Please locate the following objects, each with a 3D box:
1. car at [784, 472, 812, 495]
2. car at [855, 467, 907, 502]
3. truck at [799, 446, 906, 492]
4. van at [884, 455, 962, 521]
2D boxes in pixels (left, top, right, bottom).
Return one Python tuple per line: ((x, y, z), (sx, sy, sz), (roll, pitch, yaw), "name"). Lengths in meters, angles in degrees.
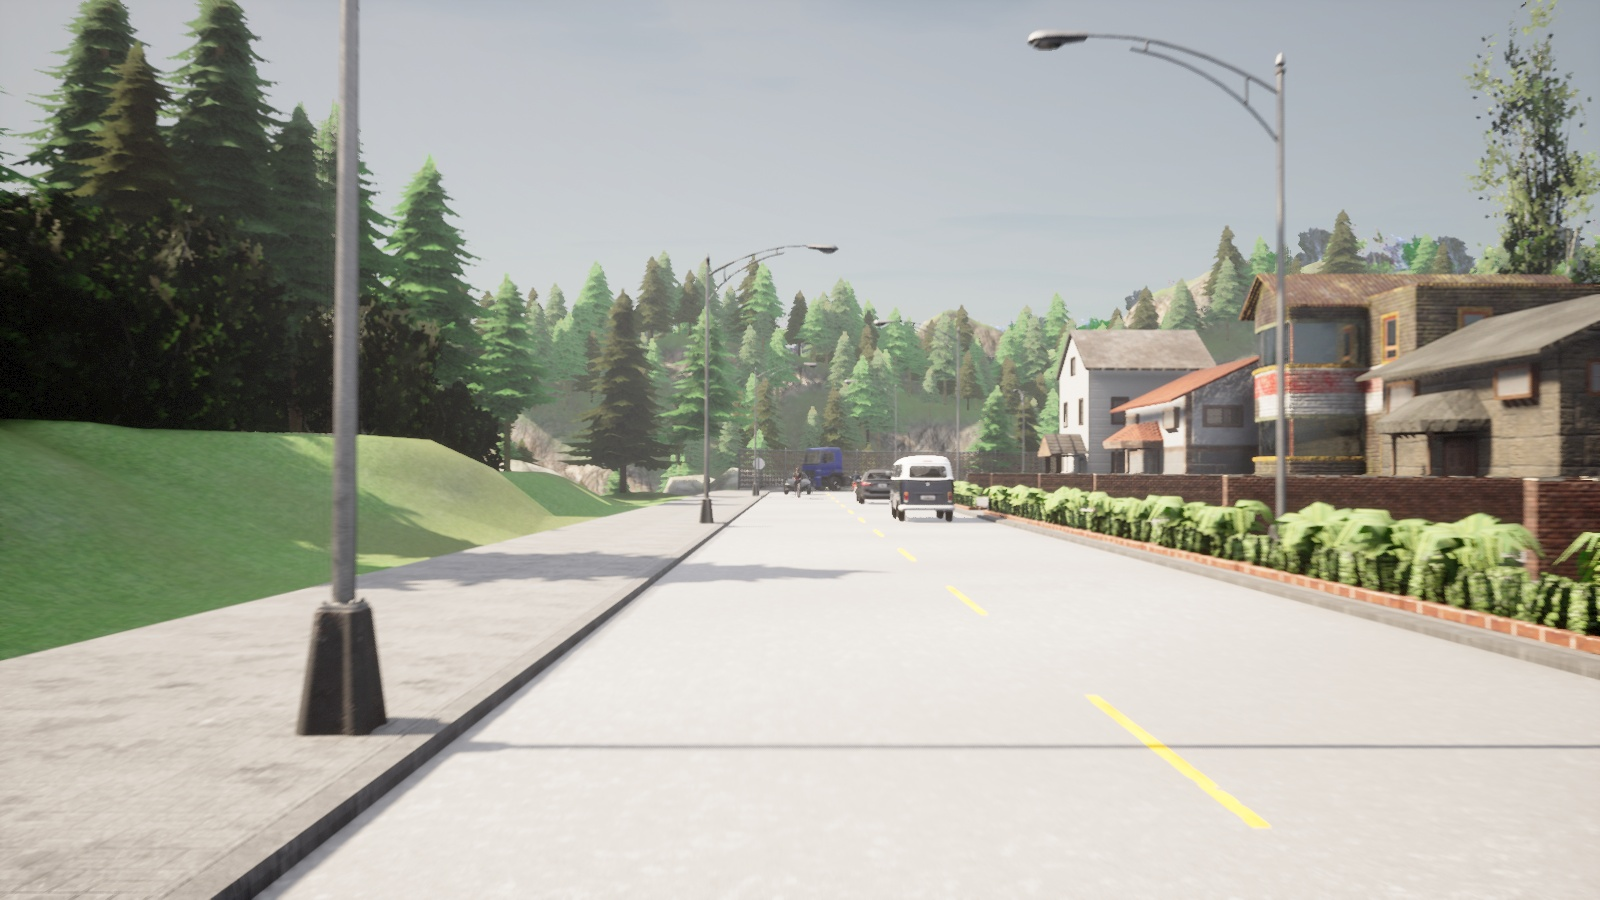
((-0.136, 2.221, 83.419), (1.816, 1.474, 4.193), (0, -1, 0), "car")
((3.901, 1.671, 61.577), (2.242, 1.667, 4.611), (0, -1, 0), "car")
((4.092, 1.442, 97.362), (7.936, 3.462, 2.891), (0, -1, -28), "truck")
((3.930, 1.205, 40.903), (2.069, 2.038, 4.480), (0, -1, 0), "van")
